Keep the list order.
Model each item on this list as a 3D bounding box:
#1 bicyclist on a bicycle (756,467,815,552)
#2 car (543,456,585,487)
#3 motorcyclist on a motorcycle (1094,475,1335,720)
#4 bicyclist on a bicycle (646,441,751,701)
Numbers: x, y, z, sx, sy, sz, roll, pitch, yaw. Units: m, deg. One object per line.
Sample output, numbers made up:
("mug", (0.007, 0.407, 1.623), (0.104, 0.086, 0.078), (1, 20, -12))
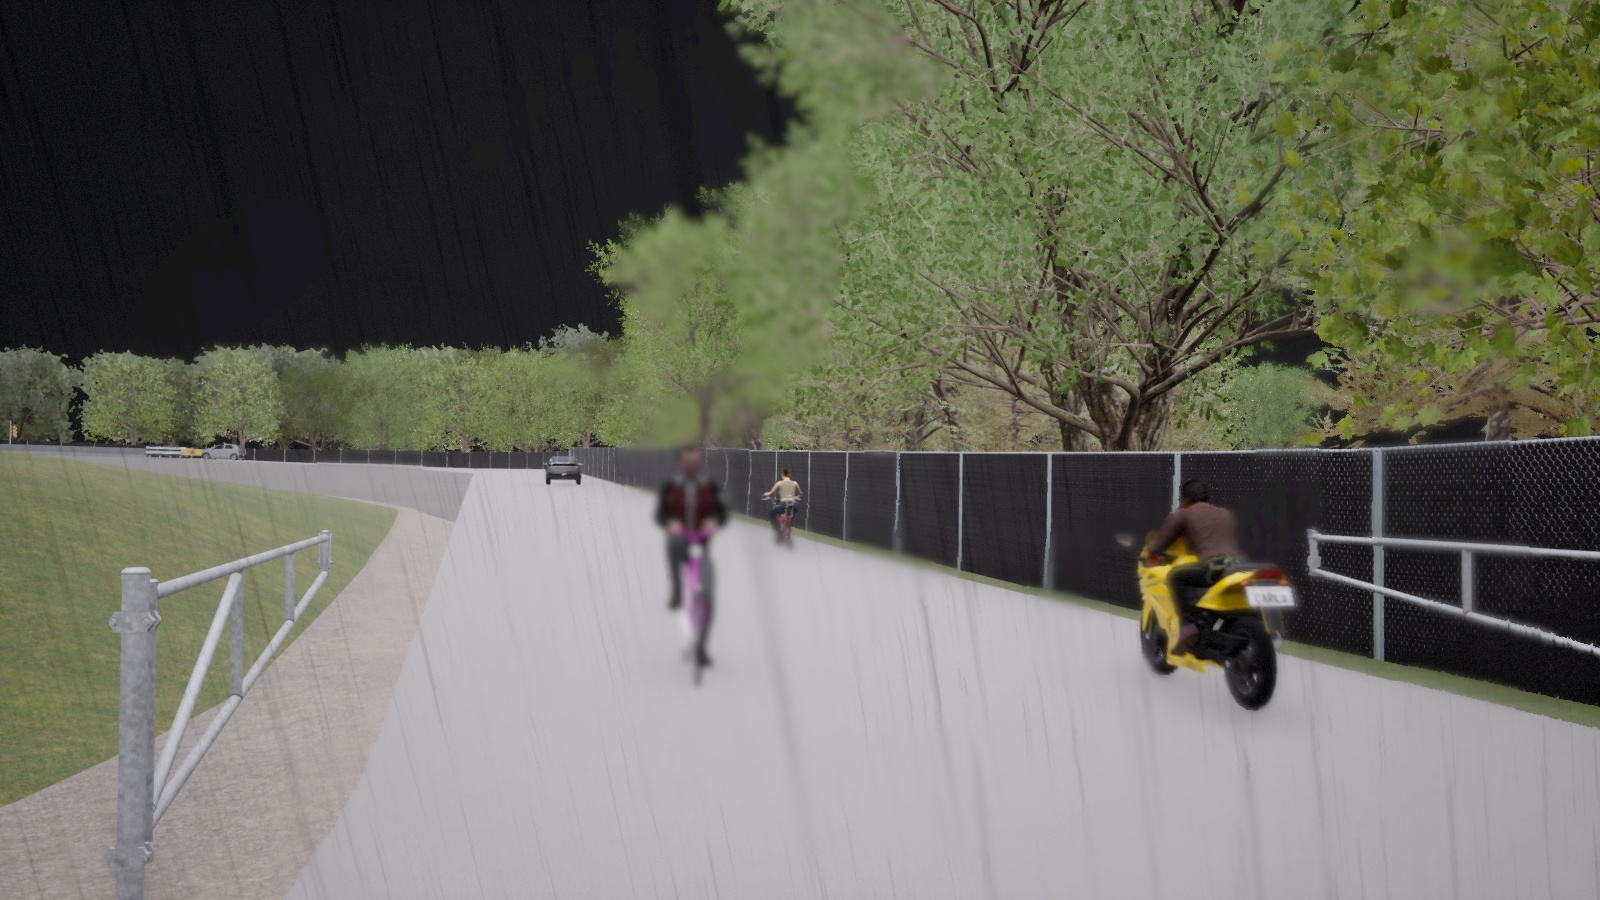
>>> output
("bicyclist on a bicycle", (-0.301, 1.147, 24.764), (0.866, 1.612, 1.509), (0, -1, -12))
("car", (-12.717, 1.125, 67.456), (2.128, 1.511, 4.902), (0, 0, -11))
("motorcyclist on a motorcycle", (2.853, 0.946, 8.930), (0.797, 1.523, 2.044), (0, -1, -8))
("bicyclist on a bicycle", (-0.811, 0.849, 9.564), (0.659, 1.776, 1.843), (0, -1, -9))
